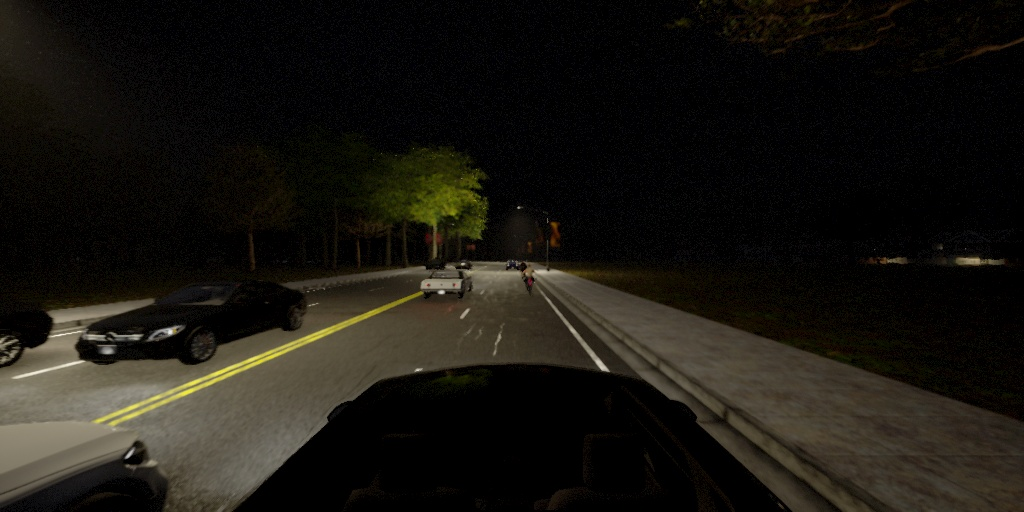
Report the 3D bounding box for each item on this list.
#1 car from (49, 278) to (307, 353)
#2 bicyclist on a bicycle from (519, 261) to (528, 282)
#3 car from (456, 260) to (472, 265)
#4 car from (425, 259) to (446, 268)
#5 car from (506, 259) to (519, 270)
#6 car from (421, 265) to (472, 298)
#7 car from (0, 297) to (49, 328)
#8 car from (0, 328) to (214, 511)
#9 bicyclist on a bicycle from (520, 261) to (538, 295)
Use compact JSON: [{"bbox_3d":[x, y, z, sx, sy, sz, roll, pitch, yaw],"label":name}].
[{"bbox_3d":[-6.599,1.271,8.176,1.812,1.442,4.674,0,0,0],"label":"car"},{"bbox_3d":[0.898,1.190,28.261,0.582,1.620,1.656,0,0,0],"label":"bicyclist on a bicycle"},{"bbox_3d":[-6.570,1.280,49.322,2.033,1.411,5.357,0,0,0],"label":"car"},{"bbox_3d":[-9.824,1.211,46.462,1.882,1.535,5.008,0,0,0],"label":"car"},{"bbox_3d":[0.098,1.333,51.918,1.895,1.301,4.718,0,0,0],"label":"car"},{"bbox_3d":[-3.154,1.340,18.263,1.895,1.301,4.718,0,0,0],"label":"car"},{"bbox_3d":[-9.849,1.252,4.861,1.837,1.490,4.892,0,0,0],"label":"car"},{"bbox_3d":[-3.150,1.277,0.342,1.812,1.442,4.674,0,0,0],"label":"car"},{"bbox_3d":[0.912,1.176,18.477,0.866,1.612,1.509,0,0,0],"label":"bicyclist on a bicycle"}]
